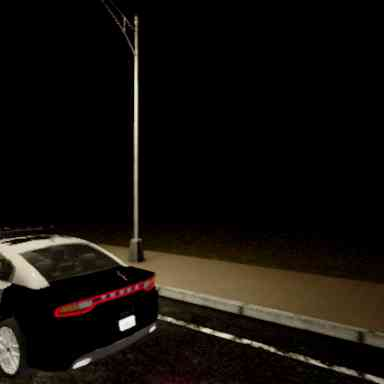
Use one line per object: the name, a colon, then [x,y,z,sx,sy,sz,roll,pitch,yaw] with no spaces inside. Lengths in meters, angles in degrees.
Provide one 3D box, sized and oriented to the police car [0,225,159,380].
police car: [-2.910,1.412,5.620,5.238,1.638,1.930,0,0,35]
